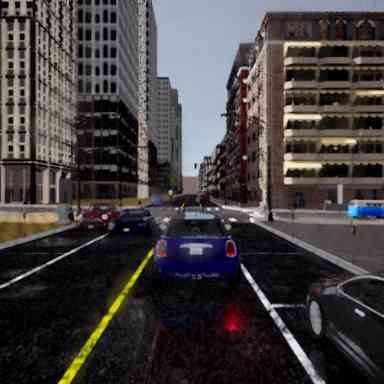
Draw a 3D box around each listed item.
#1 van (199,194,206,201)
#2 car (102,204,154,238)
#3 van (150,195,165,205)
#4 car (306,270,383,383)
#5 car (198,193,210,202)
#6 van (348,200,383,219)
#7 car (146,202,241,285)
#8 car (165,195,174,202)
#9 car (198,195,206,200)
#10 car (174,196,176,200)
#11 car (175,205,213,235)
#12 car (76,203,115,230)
[{"bbox_3d":[2.677,1.317,86.471,1.690,1.788,3.998,0,0,0],"label":"van"},{"bbox_3d":[-3.011,1.553,17.302,1.994,1.385,4.181,0,0,0],"label":"car"},{"bbox_3d":[-5.699,1.316,53.164,1.690,1.788,3.998,0,0,0],"label":"van"},{"bbox_3d":[2.689,1.548,3.744,2.008,1.369,4.403,0,0,0],"label":"car"},{"bbox_3d":[2.679,1.289,69.819,2.192,1.841,5.009,0,0,0],"label":"car"},{"bbox_3d":[16.925,1.684,31.426,3.998,1.788,1.690,1,-1,0],"label":"van"},{"bbox_3d":[0.098,1.346,9.600,2.097,1.767,4.553,0,0,0],"label":"car"},{"bbox_3d":[-5.702,1.500,75.197,1.752,1.417,4.829,0,0,0],"label":"car"},{"bbox_3d":[2.677,1.527,92.022,2.008,1.369,4.403,0,0,0],"label":"car"},{"bbox_3d":[-5.704,1.417,92.020,1.967,1.590,4.097,0,0,0],"label":"car"},{"bbox_3d":[0.097,1.551,19.568,1.994,1.385,4.181,0,0,0],"label":"car"},{"bbox_3d":[-5.695,1.427,20.689,1.967,1.590,4.097,0,0,0],"label":"car"}]
